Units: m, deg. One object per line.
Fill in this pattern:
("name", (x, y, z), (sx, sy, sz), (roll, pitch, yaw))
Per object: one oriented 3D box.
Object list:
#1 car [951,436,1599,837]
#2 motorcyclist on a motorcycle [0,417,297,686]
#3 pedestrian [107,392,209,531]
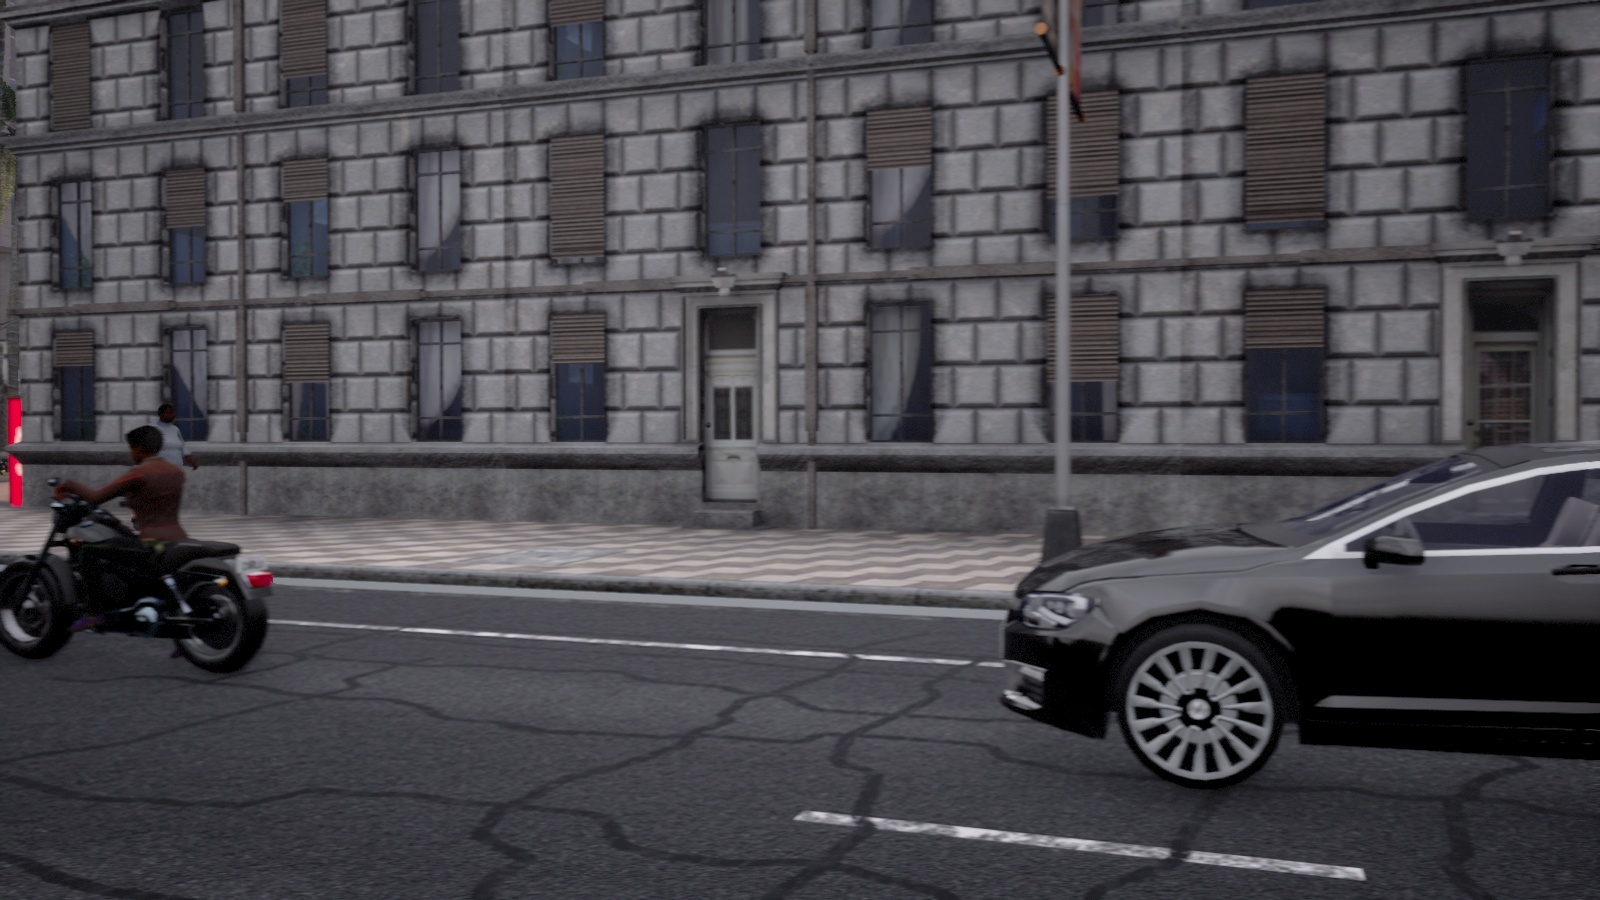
("car", (3.338, 0.700, 5.780), (4.902, 1.511, 2.128), (0, 1, 19))
("motorcyclist on a motorcycle", (-4.612, 0.610, 8.446), (2.350, 1.649, 0.766), (0, 1, 19))
("pedestrian", (-8.886, 0.144, 17.402), (0.900, 1.855, 0.874), (1, 1, 20))
